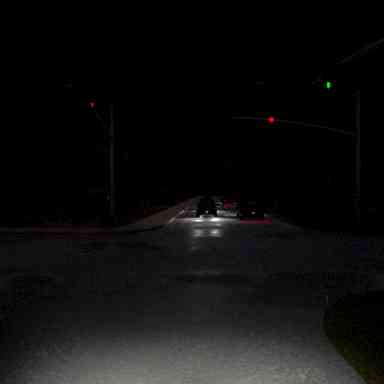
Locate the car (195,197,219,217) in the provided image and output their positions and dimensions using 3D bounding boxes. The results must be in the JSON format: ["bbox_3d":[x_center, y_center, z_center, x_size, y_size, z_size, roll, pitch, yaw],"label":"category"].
[{"bbox_3d":[1.378,1.470,31.034,1.837,1.490,4.892,0,0,3],"label":"car"}]

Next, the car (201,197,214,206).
[{"bbox_3d":[2.532,1.529,54.288,1.994,1.385,4.181,0,0,3],"label":"car"}]

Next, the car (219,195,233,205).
[{"bbox_3d":[6.341,1.566,59.053,1.895,1.301,4.718,0,0,3],"label":"car"}]

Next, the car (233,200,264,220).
[{"bbox_3d":[4.837,1.443,28.029,1.882,1.535,5.008,0,0,3],"label":"car"}]

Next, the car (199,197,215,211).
[{"bbox_3d":[1.880,1.469,41.342,1.837,1.490,4.892,0,0,3],"label":"car"}]

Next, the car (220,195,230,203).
[{"bbox_3d":[6.824,1.470,69.014,1.837,1.490,4.892,0,0,3],"label":"car"}]
